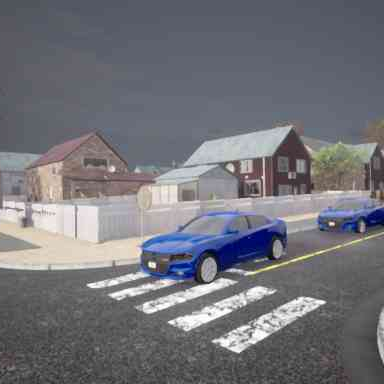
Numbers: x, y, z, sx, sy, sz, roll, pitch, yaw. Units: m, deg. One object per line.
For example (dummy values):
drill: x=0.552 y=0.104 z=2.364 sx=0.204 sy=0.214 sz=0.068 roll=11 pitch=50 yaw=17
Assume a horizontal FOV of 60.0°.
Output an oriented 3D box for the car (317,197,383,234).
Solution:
car: x=7.931 y=1.036 z=16.148 sx=5.008 sy=1.535 sz=1.882 roll=-3 pitch=0 yaw=-42

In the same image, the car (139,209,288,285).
car: x=0.816 y=1.296 z=9.305 sx=1.882 sy=1.535 sz=5.008 roll=-1 pitch=1 yaw=44
